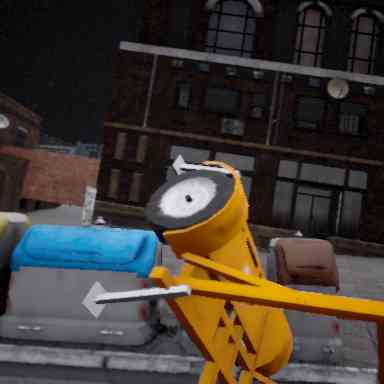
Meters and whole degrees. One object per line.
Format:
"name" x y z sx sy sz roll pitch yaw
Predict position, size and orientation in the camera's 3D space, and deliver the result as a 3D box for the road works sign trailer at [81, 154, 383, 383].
"road works sign trailer" 1.280 1.372 1.969 3.560 2.880 2.380 -1 -49 30
